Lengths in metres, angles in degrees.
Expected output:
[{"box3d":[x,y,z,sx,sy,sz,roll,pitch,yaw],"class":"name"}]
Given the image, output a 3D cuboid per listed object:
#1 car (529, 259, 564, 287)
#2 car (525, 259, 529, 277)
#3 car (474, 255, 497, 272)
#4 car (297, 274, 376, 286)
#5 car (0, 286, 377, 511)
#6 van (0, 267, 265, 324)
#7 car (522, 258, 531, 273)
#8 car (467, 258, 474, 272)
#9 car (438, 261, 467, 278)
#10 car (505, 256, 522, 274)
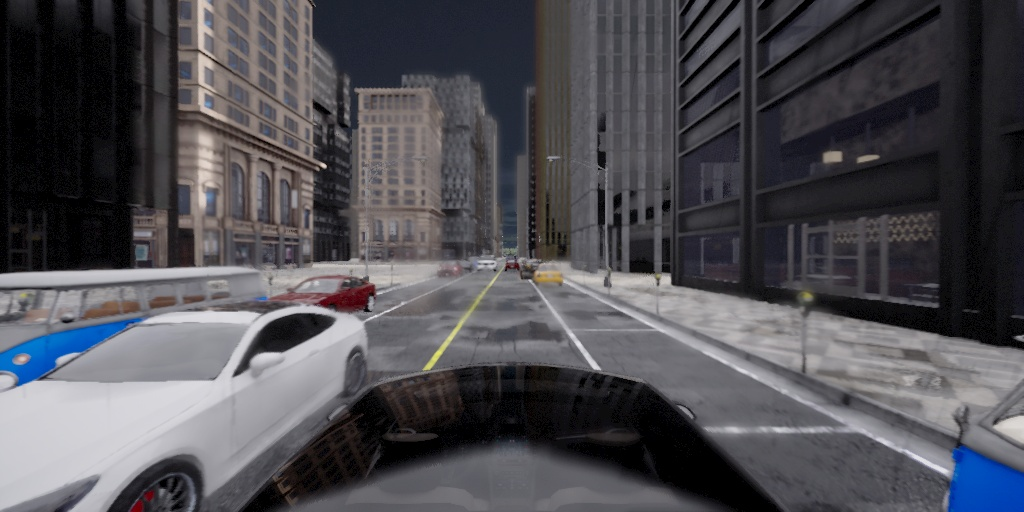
[{"box3d":[2.362,1.188,24.456,1.801,1.575,5.366,0,0,0],"class":"car"},{"box3d":[2.781,1.282,39.452,1.948,1.339,4.313,0,0,0],"class":"car"},{"box3d":[-3.065,0.931,44.819,2.150,2.045,5.566,0,0,0],"class":"car"},{"box3d":[-5.758,1.288,11.250,1.888,1.381,4.507,0,0,0],"class":"car"},{"box3d":[-3.099,1.274,3.781,1.812,1.442,4.674,0,0,0],"class":"car"},{"box3d":[-5.760,1.088,5.609,1.690,1.789,3.998,0,0,0],"class":"van"},{"box3d":[2.786,1.226,50.904,1.751,1.417,4.829,0,0,0],"class":"car"},{"box3d":[-5.742,1.275,45.096,1.948,1.339,4.313,0,0,0],"class":"car"},{"box3d":[-5.747,1.163,33.813,1.967,1.591,4.097,0,0,0],"class":"car"},{"box3d":[0.073,1.182,48.251,1.882,1.535,5.008,0,0,1],"class":"car"}]
